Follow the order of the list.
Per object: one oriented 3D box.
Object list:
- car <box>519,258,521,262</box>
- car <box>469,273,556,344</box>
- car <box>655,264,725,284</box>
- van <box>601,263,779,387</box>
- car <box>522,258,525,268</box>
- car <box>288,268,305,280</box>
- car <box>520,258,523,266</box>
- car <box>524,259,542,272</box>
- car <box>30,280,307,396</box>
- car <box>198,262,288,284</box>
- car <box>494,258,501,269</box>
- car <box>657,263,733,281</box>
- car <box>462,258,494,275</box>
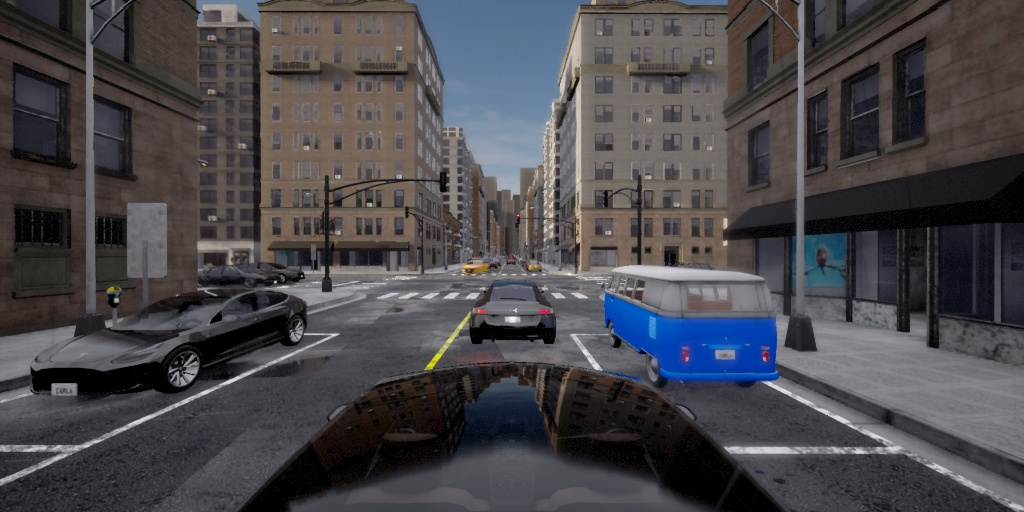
[{"bbox_3d":[2.780,1.298,62.437,1.948,1.339,4.313,0,0,0],"label":"car"},{"bbox_3d":[0.042,1.314,9.592,1.994,1.385,4.181,0,0,1],"label":"car"},{"bbox_3d":[13.100,1.316,26.584,4.181,1.385,1.994,0,0,0],"label":"car"},{"bbox_3d":[2.882,1.091,6.669,1.690,1.789,3.998,0,0,0],"label":"van"},{"bbox_3d":[2.866,1.179,51.385,1.967,1.591,4.097,0,0,0],"label":"car"},{"bbox_3d":[-17.871,1.231,26.347,4.892,1.490,1.837,0,0,0],"label":"car"},{"bbox_3d":[2.823,1.287,56.911,2.007,1.370,4.403,0,0,0],"label":"car"},{"bbox_3d":[2.908,1.267,46.029,1.751,1.417,4.829,0,0,0],"label":"car"},{"bbox_3d":[-5.643,1.316,6.710,1.948,1.339,4.313,0,0,0],"label":"car"},{"bbox_3d":[-17.901,1.282,23.095,5.357,1.411,2.033,0,0,0],"label":"car"},{"bbox_3d":[-3.107,1.339,54.292,1.895,1.301,4.718,0,0,0],"label":"car"},{"bbox_3d":[15.220,1.289,29.987,5.357,1.411,2.033,0,0,0],"label":"car"},{"bbox_3d":[-3.760,1.218,38.295,1.882,1.535,5.008,0,0,12],"label":"car"}]
